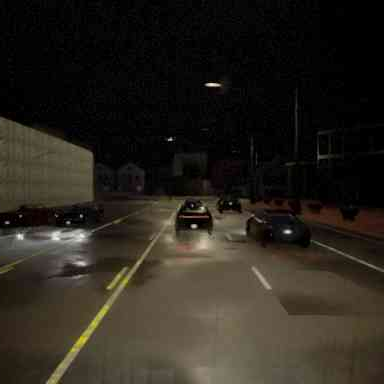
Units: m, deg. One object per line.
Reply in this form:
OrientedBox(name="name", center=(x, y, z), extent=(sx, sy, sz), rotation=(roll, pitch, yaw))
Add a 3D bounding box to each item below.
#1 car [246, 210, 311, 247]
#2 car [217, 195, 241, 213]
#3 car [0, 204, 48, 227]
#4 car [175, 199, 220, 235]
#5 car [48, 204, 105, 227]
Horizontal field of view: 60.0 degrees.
OrientedBox(name="car", center=(3.598, 1.456, 14.504), extent=(1.994, 1.385, 4.181), rotation=(0, 0, 0))
OrientedBox(name="car", center=(3.602, 1.106, 33.257), extent=(2.097, 1.767, 4.553), rotation=(0, 0, 0))
OrientedBox(name="car", center=(-10.597, 1.443, 21.304), extent=(1.895, 1.301, 4.718), rotation=(0, 0, 0))
OrientedBox(name="car", center=(0.101, 1.359, 17.917), extent=(2.128, 1.511, 4.902), rotation=(0, 0, 0))
OrientedBox(name="car", center=(-7.097, 1.443, 21.302), extent=(1.895, 1.301, 4.718), rotation=(0, 0, 0))
